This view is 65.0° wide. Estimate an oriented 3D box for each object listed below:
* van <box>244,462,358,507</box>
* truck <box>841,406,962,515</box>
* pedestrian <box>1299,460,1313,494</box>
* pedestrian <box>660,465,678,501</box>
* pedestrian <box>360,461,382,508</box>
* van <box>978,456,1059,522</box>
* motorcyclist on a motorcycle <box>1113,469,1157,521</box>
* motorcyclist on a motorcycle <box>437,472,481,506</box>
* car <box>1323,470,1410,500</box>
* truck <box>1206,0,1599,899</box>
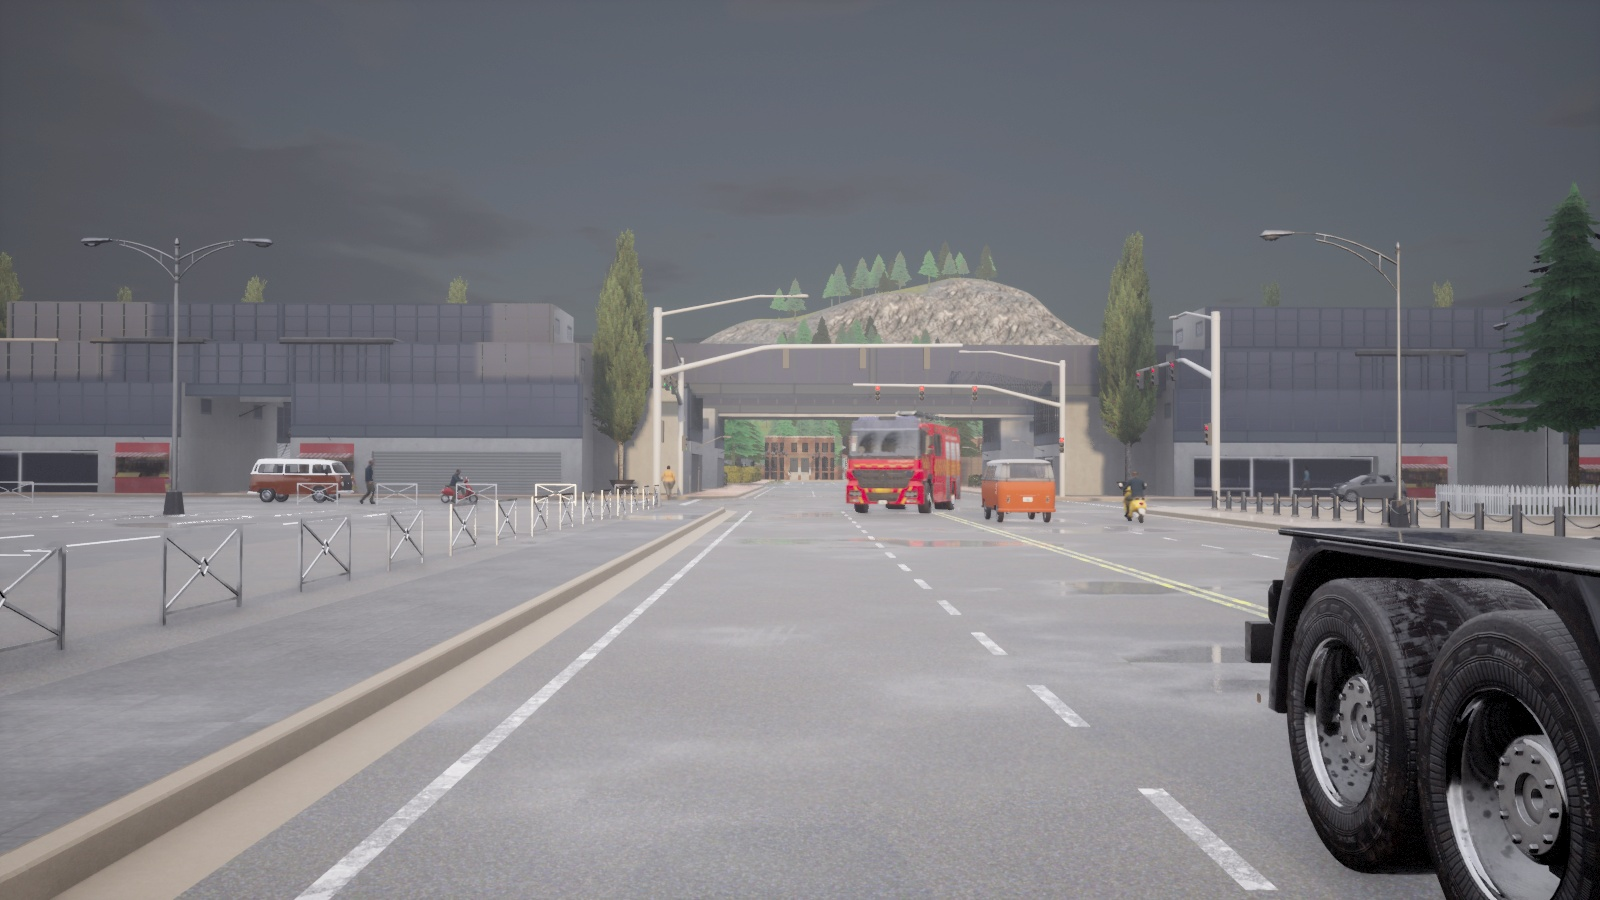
[{"bbox_3d":[-23.202,1.611,58.494,4.480,2.038,2.069,0,-1,1],"label":"van"},{"bbox_3d":[4.090,0.447,48.567,2.891,3.827,8.468,-1,-1,17],"label":"truck"},{"bbox_3d":[28.665,1.550,71.137,0.692,1.930,0.396,0,-1,13],"label":"pedestrian"},{"bbox_3d":[-6.872,1.724,65.896,0.874,1.855,0.900,0,-1,-9],"label":"pedestrian"},{"bbox_3d":[-17.080,1.379,50.004,0.726,1.842,0.402,0,-1,-1],"label":"pedestrian"},{"bbox_3d":[6.910,1.212,40.102,1.775,1.987,4.442,0,-1,0],"label":"van"},{"bbox_3d":[10.413,1.382,39.123,0.866,1.590,1.817,0,-1,0],"label":"motorcyclist on a motorcycle"},{"bbox_3d":[-15.840,1.808,58.317,1.817,1.590,0.866,0,-1,1],"label":"motorcyclist on a motorcycle"},{"bbox_3d":[29.477,1.806,65.412,3.633,1.501,1.845,0,-1,0],"label":"car"},{"bbox_3d":[3.496,-0.142,2.332,2.891,3.462,7.936,0,-1,0],"label":"truck"}]
